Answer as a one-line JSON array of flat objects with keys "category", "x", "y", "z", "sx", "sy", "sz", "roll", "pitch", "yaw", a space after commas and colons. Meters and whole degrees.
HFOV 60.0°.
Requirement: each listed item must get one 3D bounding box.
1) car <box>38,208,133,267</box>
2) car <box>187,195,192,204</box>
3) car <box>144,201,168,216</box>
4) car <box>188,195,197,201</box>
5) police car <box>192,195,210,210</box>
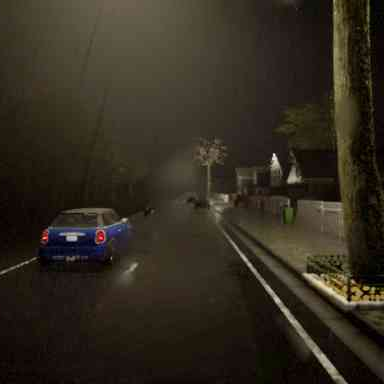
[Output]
[{"category": "car", "x": -3.387, "y": 1.332, "z": 11.509, "sx": 2.097, "sy": 1.767, "sz": 4.553, "roll": 0, "pitch": 0, "yaw": 0}, {"category": "car", "x": 0.062, "y": 1.440, "z": 60.805, "sx": 1.837, "sy": 1.490, "sz": 4.892, "roll": 0, "pitch": 0, "yaw": 0}, {"category": "car", "x": -3.366, "y": 1.554, "z": 31.798, "sx": 1.895, "sy": 1.301, "sz": 4.718, "roll": 0, "pitch": 0, "yaw": 0}, {"category": "car", "x": 0.077, "y": 1.333, "z": 76.697, "sx": 1.994, "sy": 1.385, "sz": 4.181, "roll": 0, "pitch": 0, "yaw": 0}, {"category": "police car", "x": 1.267, "y": 1.370, "z": 42.272, "sx": 1.930, "sy": 1.638, "sz": 5.238, "roll": 0, "pitch": 0, "yaw": 0}]
